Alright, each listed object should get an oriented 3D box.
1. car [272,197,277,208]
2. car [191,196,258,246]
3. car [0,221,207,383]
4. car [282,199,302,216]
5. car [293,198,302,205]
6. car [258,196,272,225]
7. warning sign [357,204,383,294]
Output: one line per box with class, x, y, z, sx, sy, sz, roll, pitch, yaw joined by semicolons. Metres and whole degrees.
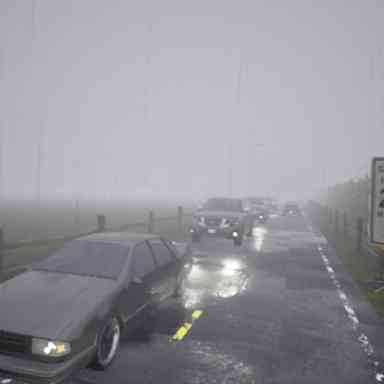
car;9.381;1.308;40.841;2.097;1.767;4.553;2;0;17
car;1.638;1.243;16.033;2.150;2.045;5.566;2;0;17
car;-1.426;1.486;6.013;2.033;1.411;5.357;2;0;16
car;10.849;1.797;36.135;1.837;1.490;4.892;2;0;18
car;23.701;2.187;74.799;1.812;1.442;4.674;2;0;17
car;4.745;1.330;26.112;2.150;2.045;5.566;2;0;17
warning sign;4.545;1.251;7.455;1.300;1.860;1.060;2;0;17
